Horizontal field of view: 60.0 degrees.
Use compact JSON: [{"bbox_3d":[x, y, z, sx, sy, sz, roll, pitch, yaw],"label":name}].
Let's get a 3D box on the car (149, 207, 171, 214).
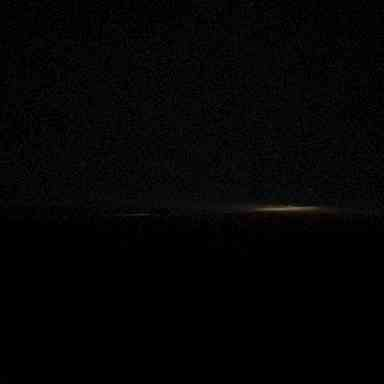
[{"bbox_3d":[-6.107,3.607,64.253,1.895,1.301,4.718,-1,-3,35],"label":"car"}]
